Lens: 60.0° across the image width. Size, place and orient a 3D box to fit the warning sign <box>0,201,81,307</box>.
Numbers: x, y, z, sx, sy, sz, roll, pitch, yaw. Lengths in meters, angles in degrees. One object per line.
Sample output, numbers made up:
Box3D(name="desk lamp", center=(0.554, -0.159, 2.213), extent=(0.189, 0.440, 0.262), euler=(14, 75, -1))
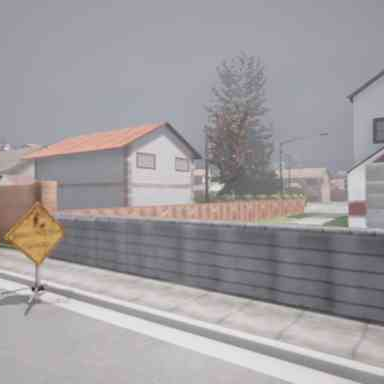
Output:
Box3D(name="warning sign", center=(-3.150, 1.135, 6.789), extent=(1.060, 1.860, 1.300), euler=(-1, 0, 35))
